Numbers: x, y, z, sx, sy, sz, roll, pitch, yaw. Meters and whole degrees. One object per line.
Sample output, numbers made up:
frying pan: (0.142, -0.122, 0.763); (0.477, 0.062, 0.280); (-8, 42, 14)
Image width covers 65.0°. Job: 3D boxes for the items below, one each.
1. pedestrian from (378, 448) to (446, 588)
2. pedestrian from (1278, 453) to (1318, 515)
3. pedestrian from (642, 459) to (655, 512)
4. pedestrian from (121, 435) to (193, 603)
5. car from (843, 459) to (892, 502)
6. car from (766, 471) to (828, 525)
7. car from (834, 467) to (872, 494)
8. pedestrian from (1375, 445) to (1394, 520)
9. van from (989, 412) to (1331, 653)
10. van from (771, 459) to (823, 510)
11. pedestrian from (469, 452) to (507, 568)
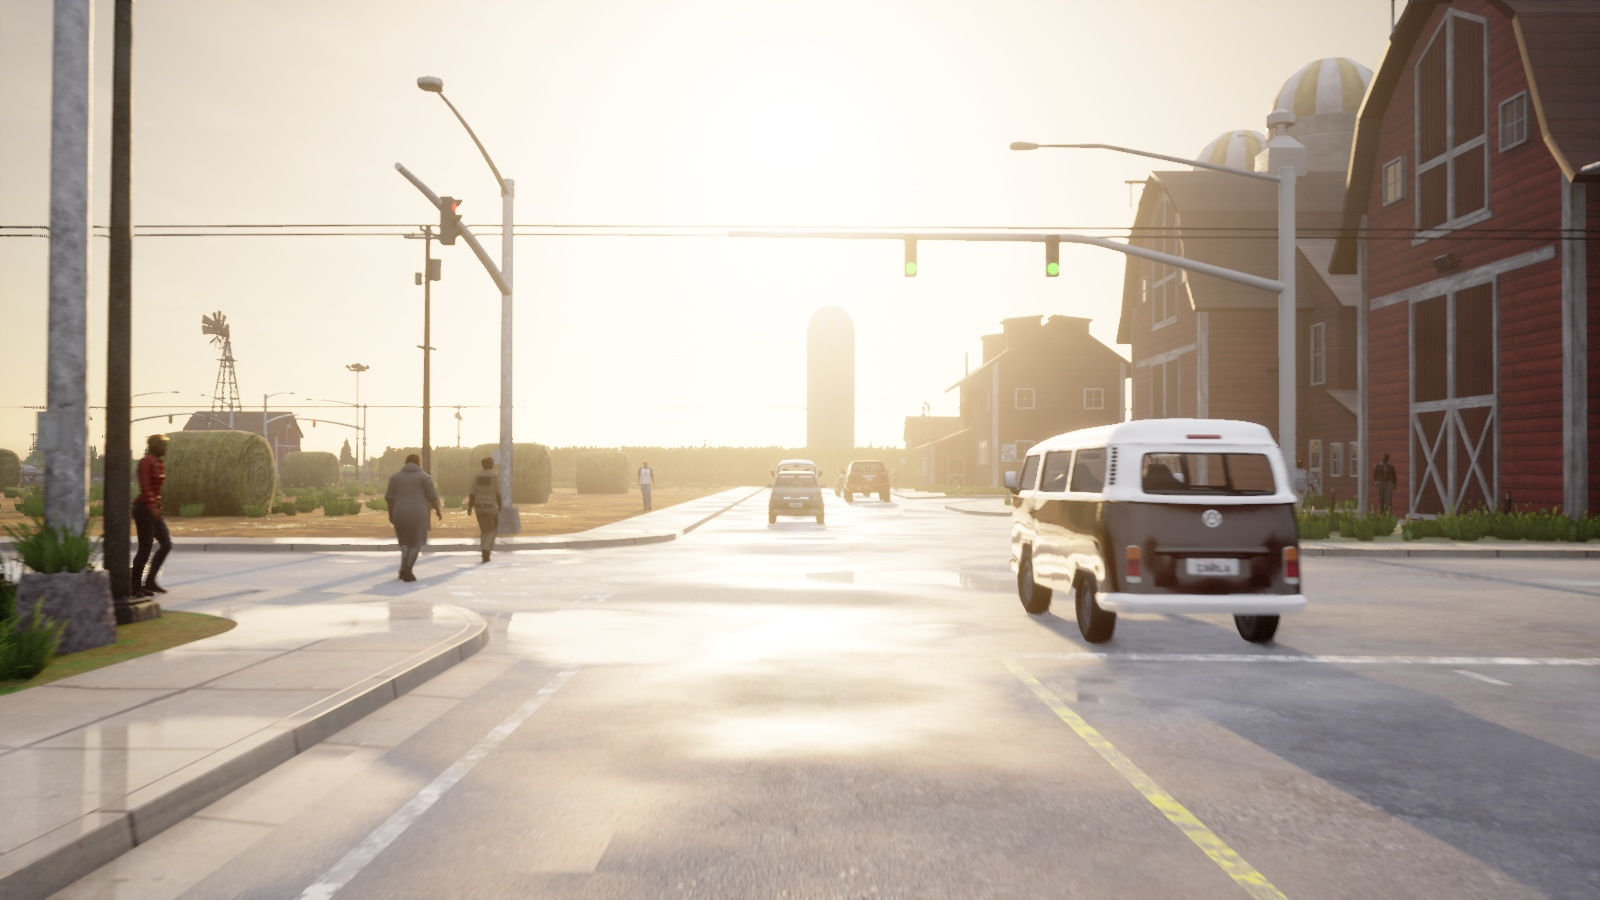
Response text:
pedestrian: (-5.530, 0.958, 17.936); (0.659, 1.952, 0.873); (0, -1, 3)
pedestrian: (15.213, 1.038, 38.378); (0.874, 1.855, 0.900); (0, -1, 1)
pedestrian: (-5.292, 1.227, 43.789); (0.354, 1.836, 0.706); (0, -1, -15)
pedestrian: (-7.167, 0.760, 14.015); (0.636, 1.846, 0.331); (0, -1, -9)
car: (3.341, 1.519, 63.208); (2.150, 2.045, 5.566); (-1, -1, 0)
car: (-0.093, 1.430, 38.220); (1.789, 1.549, 3.705); (0, -1, 0)
car: (3.307, 1.909, 79.370); (2.152, 1.651, 5.027); (0, -1, 0)
pedestrian: (15.336, 0.852, 32.963); (0.402, 1.930, 0.666); (-1, -1, 28)
van: (3.394, 0.746, 12.895); (2.069, 2.038, 4.480); (0, -1, -2)
van: (-0.129, 1.420, 52.632); (2.069, 2.038, 4.480); (0, -1, 0)
pedestrian: (-5.314, 1.014, 21.386); (0.396, 1.930, 0.692); (0, -1, 8)
